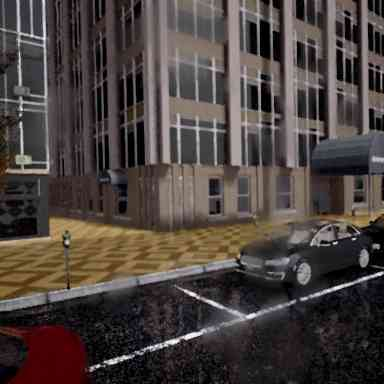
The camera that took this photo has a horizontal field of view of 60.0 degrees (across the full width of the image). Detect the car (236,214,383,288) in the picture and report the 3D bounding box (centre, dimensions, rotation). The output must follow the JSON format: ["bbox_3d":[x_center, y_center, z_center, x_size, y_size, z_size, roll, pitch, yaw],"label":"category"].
[{"bbox_3d":[3.086,1.431,8.780,4.403,1.369,2.008,-1,0,-36],"label":"car"}]

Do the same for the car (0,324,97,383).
[{"bbox_3d":[-2.732,1.550,1.431,4.674,1.442,1.812,-1,1,-36],"label":"car"}]
